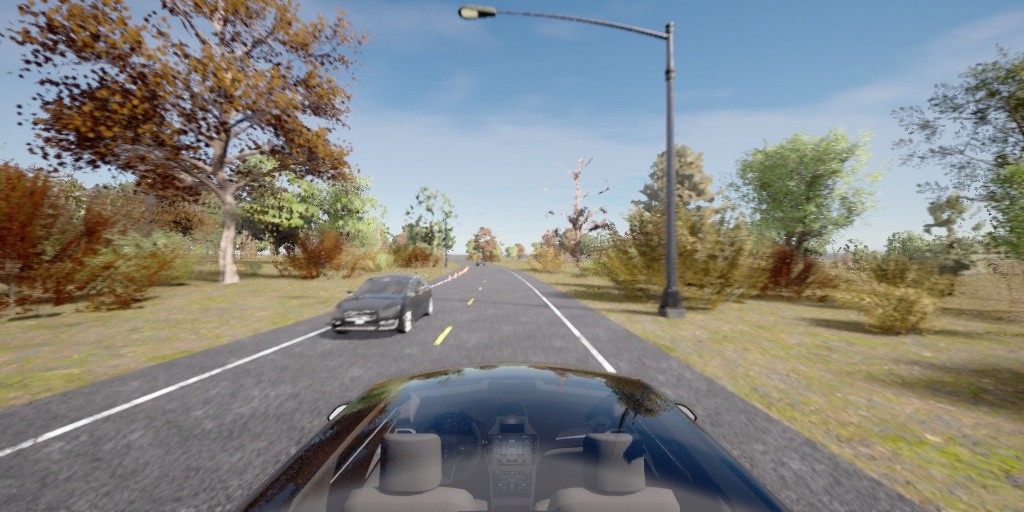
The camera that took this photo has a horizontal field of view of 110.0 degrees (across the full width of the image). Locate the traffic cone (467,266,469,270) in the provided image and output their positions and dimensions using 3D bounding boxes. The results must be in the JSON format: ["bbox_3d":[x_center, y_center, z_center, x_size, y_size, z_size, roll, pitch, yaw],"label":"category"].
[{"bbox_3d":[-6.809,2.057,51.987,0.340,0.580,0.340,0,0,-4],"label":"traffic cone"}]

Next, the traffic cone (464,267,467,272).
[{"bbox_3d":[-6.442,2.026,47.026,0.340,0.580,0.340,0,0,-4],"label":"traffic cone"}]

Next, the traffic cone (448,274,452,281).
[{"bbox_3d":[-5.572,1.929,32.125,0.340,0.580,0.340,0,0,-3],"label":"traffic cone"}]

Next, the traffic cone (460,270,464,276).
[{"bbox_3d":[-6.113,1.994,42.061,0.340,0.580,0.340,0,0,-4],"label":"traffic cone"}]

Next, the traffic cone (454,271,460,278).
[{"bbox_3d":[-5.823,1.962,37.094,0.340,0.580,0.340,0,0,-3],"label":"traffic cone"}]

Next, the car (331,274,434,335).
[{"bbox_3d":[-3.668,1.332,10.981,1.837,1.490,4.892,0,0,-1],"label":"car"}]
